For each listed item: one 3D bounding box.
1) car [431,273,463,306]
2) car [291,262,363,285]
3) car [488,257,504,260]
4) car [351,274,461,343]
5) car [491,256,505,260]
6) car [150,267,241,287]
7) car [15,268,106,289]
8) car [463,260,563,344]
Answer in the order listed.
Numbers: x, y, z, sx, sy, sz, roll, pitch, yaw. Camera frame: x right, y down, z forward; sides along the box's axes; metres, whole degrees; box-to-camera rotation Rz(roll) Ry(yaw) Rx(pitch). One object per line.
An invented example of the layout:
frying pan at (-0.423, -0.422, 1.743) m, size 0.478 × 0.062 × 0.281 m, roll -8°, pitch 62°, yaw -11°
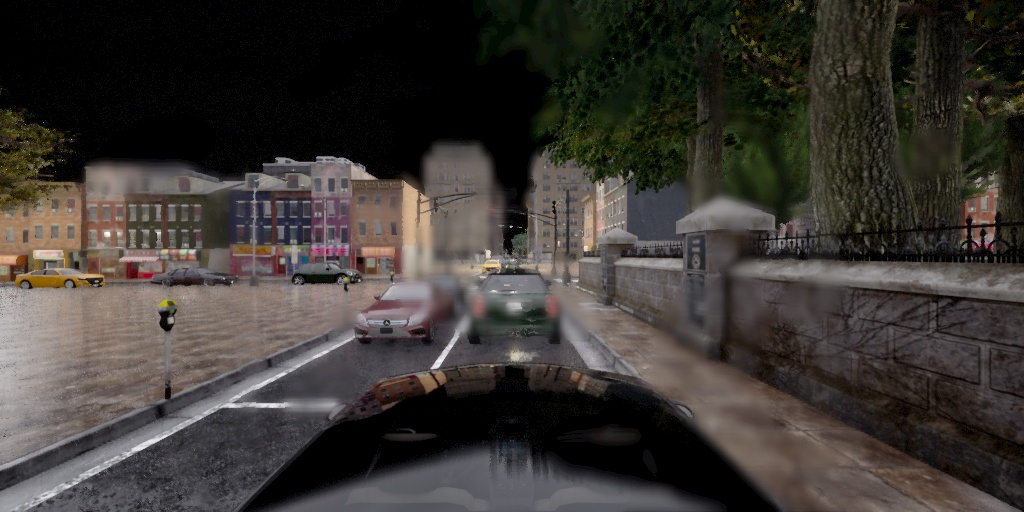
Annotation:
car at (-2.638, 1.315, 13.288) m, size 1.948 × 1.339 × 4.313 m, roll 0°, pitch 0°, yaw 0°
car at (-13.391, 1.230, 26.196) m, size 4.553 × 1.767 × 2.097 m, roll -1°, pitch 0°, yaw 0°
car at (-2.277, 1.218, 41.554) m, size 1.882 × 1.535 × 5.008 m, roll 0°, pitch 0°, yaw 1°
car at (-2.638, 1.331, 9.625) m, size 1.802 × 1.307 × 4.207 m, roll 0°, pitch 0°, yaw 0°
car at (-2.290, 0.961, 53.836) m, size 2.150 × 2.045 × 5.566 m, roll 0°, pitch 0°, yaw 1°
car at (-23.035, 1.545, 26.157) m, size 5.357 × 1.411 × 2.033 m, roll -1°, pitch 0°, yaw 0°
car at (-32.791, 1.625, 26.135) m, size 5.008 × 1.535 × 1.882 m, roll -1°, pitch 0°, yaw 0°
car at (0.073, 1.101, 9.740) m, size 2.097 × 1.767 × 4.553 m, roll 0°, pitch 0°, yaw 0°
